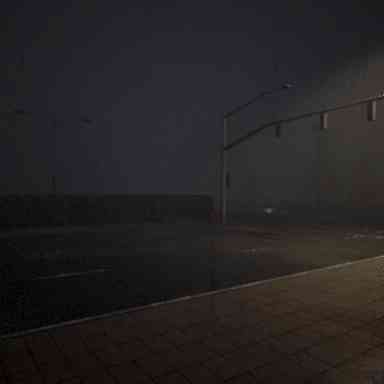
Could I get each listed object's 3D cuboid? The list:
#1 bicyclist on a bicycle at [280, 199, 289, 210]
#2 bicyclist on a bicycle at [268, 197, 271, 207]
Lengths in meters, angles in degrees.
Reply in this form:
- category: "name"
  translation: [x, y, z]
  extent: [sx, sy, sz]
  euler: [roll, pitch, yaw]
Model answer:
- category: "bicyclist on a bicycle"
  translation: [13.489, 1.784, 48.596]
  extent: [1.656, 1.620, 0.582]
  euler: [0, 0, -22]
- category: "bicyclist on a bicycle"
  translation: [12.514, 1.648, 53.510]
  extent: [0.582, 1.620, 1.656]
  euler: [0, 0, 21]
